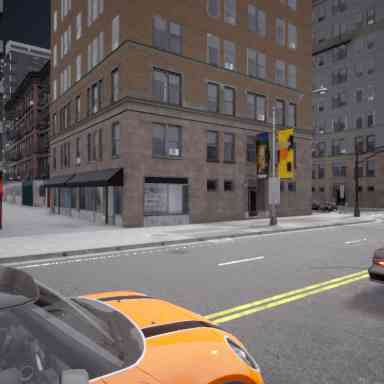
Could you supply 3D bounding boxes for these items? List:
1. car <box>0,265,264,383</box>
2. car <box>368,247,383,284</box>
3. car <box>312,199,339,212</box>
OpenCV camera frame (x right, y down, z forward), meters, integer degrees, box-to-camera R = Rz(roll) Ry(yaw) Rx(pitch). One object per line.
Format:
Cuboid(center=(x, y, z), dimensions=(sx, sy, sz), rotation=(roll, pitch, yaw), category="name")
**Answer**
Cuboid(center=(-1.560, 1.352, 2.289), dimensions=(4.553, 1.767, 2.097), rotation=(0, 0, -37), category="car")
Cuboid(center=(6.402, 1.550, 8.200), dimensions=(5.357, 1.411, 2.033), rotation=(0, 0, -37), category="car")
Cuboid(center=(14.018, 1.536, 38.439), dimensions=(2.033, 1.411, 5.357), rotation=(0, 0, -36), category="car")
